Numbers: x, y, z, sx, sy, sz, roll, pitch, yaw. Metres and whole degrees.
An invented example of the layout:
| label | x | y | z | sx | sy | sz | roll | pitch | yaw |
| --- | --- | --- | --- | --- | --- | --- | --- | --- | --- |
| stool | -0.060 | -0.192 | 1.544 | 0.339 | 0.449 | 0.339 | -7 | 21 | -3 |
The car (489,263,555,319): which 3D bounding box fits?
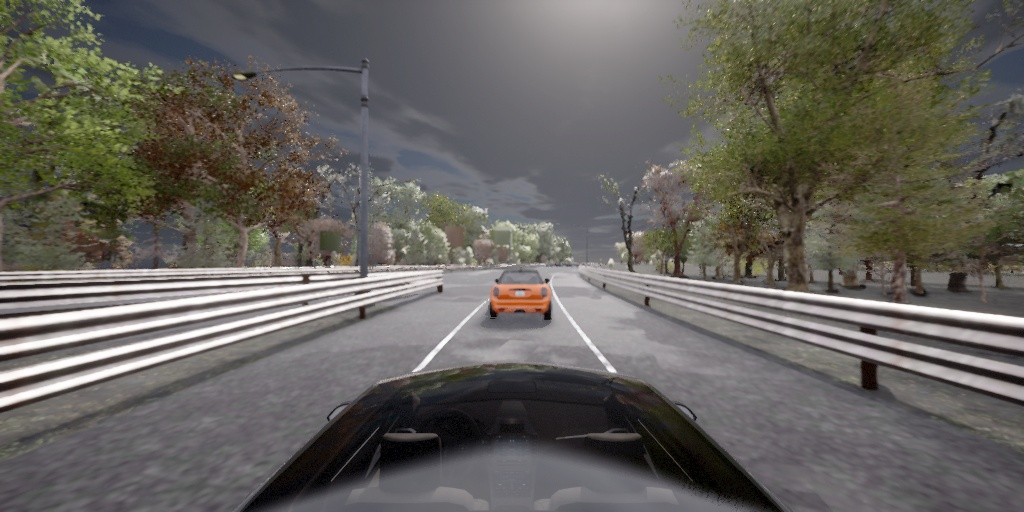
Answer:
| label | x | y | z | sx | sy | sz | roll | pitch | yaw |
| --- | --- | --- | --- | --- | --- | --- | --- | --- | --- |
| car | 0.383 | 1.259 | 13.738 | 2.097 | 1.767 | 4.553 | 0 | -1 | 3 |
